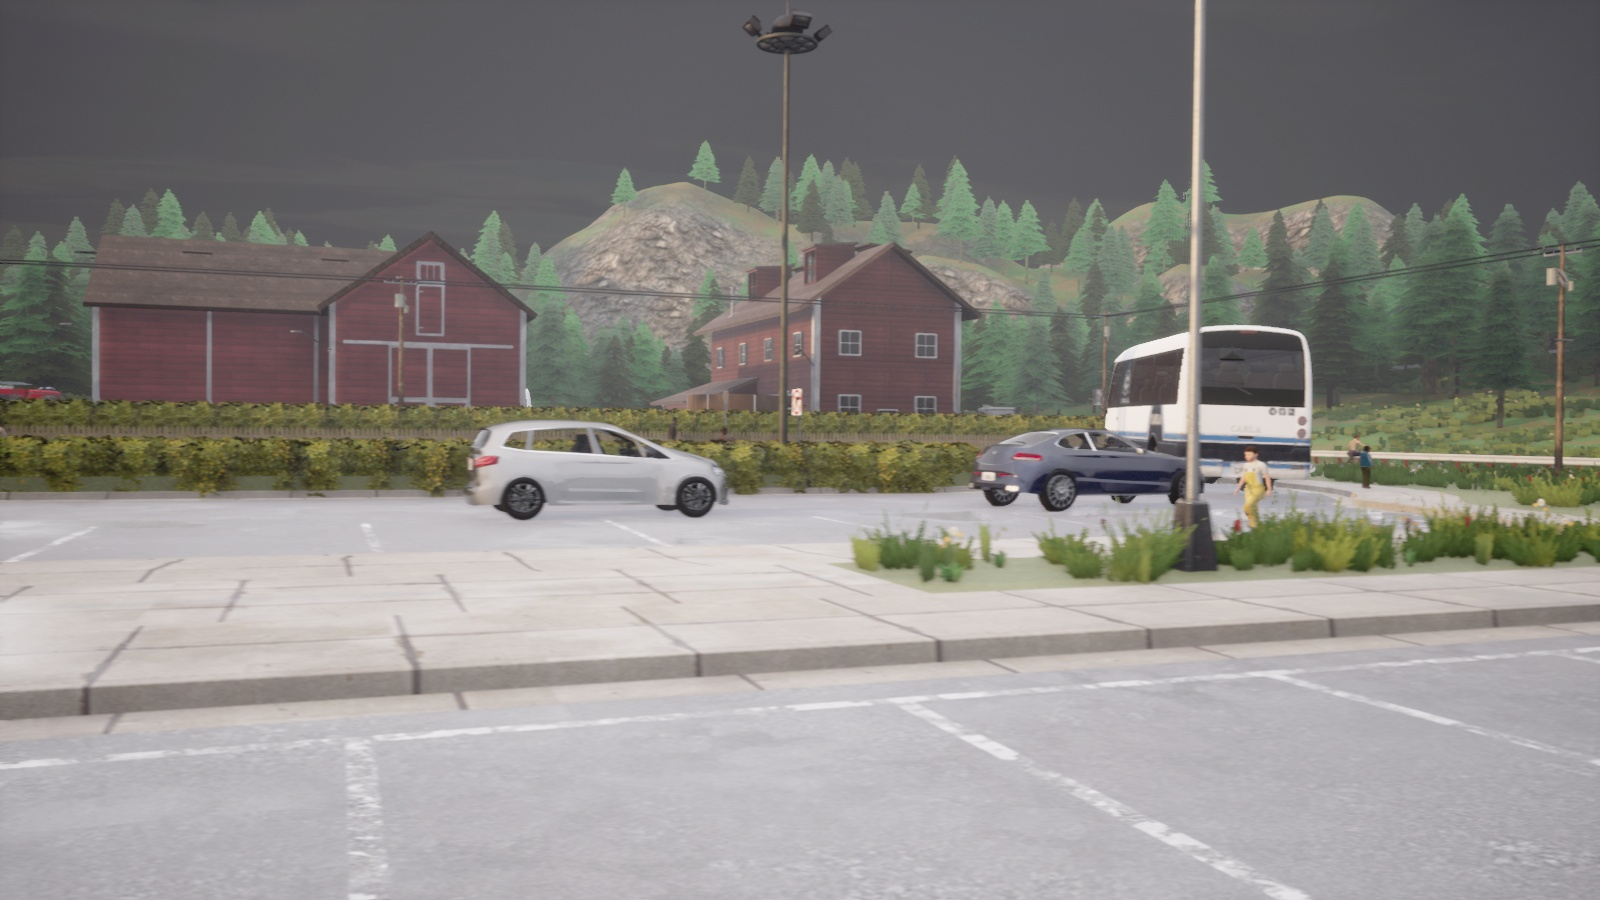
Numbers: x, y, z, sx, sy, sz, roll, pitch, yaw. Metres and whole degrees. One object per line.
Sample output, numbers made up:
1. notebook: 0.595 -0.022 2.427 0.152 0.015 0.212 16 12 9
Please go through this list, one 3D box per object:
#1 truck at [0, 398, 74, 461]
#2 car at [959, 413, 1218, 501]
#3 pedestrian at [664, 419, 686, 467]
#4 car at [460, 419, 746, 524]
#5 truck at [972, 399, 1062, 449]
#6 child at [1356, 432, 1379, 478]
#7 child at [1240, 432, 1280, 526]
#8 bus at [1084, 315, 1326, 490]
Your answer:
1. truck: -50.048 -1.277 77.589 2.891 3.827 8.468 1 1 44
2. car: 6.003 0.089 26.022 5.027 1.651 2.152 -1 1 -27
3. pedestrian: -4.785 -0.276 48.025 0.703 1.840 0.431 -1 1 -20
4. car: -3.502 0.320 22.128 4.611 1.667 2.242 -1 1 -20
5. truck: 15.660 -1.838 91.244 2.891 3.462 7.936 -1 1 -20
6. child: 15.029 0.133 33.245 0.448 1.192 0.343 -1 1 -20
7. child: 6.270 0.386 17.112 0.437 1.263 0.270 -1 1 -25
8. bus: 11.094 -1.284 35.983 3.944 4.253 10.273 1 1 3
